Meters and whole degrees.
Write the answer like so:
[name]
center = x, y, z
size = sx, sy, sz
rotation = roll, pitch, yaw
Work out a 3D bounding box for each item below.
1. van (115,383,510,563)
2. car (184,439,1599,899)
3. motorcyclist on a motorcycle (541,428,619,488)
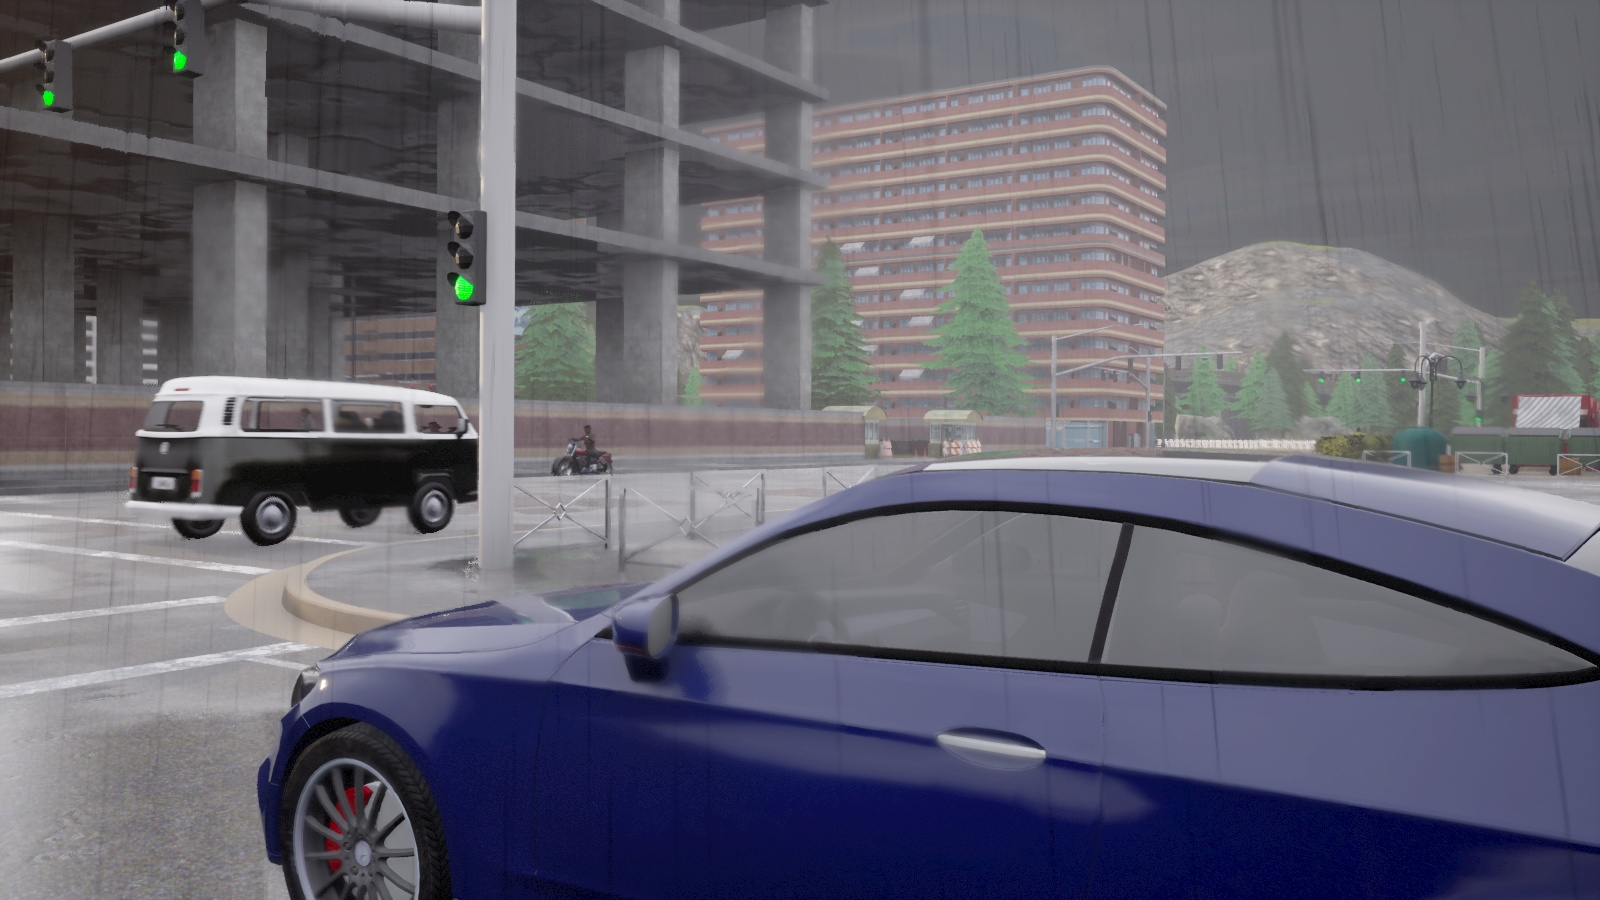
[van]
center = -6.238, 0.228, 16.600
size = 2.069, 2.038, 4.480
rotation = 0, 1, 33
[car]
center = 0.620, 0.708, 3.212
size = 4.674, 1.442, 1.812
rotation = 0, 1, 34
[motorcyclist on a motorcycle]
center = -6.229, 0.195, 35.700
size = 0.766, 1.649, 2.350
rotation = 0, 1, 33
